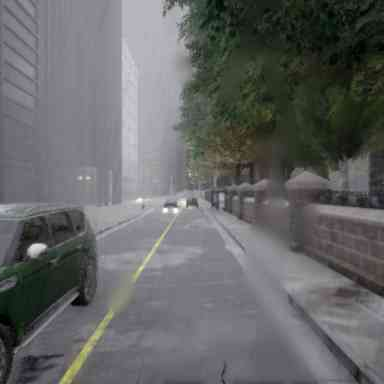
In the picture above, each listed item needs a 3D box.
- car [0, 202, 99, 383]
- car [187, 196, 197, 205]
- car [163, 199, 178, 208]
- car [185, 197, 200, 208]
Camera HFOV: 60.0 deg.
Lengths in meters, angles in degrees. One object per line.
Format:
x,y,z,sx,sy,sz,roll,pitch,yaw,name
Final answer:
-3.099,1.227,5.110,2.150,2.045,5.566,0,0,0,car
-0.005,1.587,61.761,1.882,1.535,5.008,0,0,0,car
-3.074,1.680,48.657,1.895,1.301,4.718,0,0,0,car
0.038,1.585,49.716,1.837,1.490,4.892,0,0,1,car
